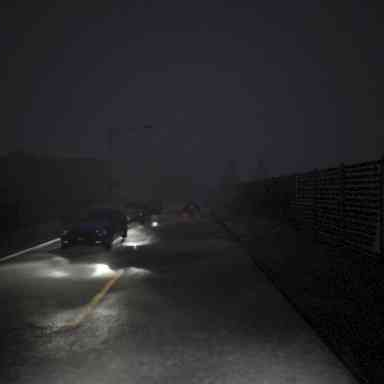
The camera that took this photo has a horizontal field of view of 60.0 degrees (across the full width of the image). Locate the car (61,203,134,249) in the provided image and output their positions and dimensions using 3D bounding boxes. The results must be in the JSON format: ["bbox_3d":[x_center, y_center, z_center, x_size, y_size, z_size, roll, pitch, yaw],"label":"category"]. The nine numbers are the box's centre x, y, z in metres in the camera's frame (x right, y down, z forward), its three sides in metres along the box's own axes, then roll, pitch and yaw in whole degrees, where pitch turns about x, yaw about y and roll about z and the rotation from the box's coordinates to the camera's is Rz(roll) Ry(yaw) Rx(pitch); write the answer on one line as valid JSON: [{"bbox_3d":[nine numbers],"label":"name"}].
[{"bbox_3d":[-4.096,1.459,14.690,1.882,1.535,5.008,0,0,0],"label":"car"}]

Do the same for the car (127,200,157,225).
[{"bbox_3d":[-4.070,1.462,23.956,2.128,1.511,4.902,0,0,0],"label":"car"}]

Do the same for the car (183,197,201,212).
[{"bbox_3d":[-0.006,1.479,38.379,1.812,1.442,4.674,0,0,0],"label":"car"}]

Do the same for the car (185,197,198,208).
[{"bbox_3d":[-0.003,1.465,49.139,1.812,1.442,4.674,0,0,0],"label":"car"}]

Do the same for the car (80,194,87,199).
[{"bbox_3d":[-17.285,1.074,48.660,3.633,1.501,1.845,0,0,0],"label":"car"}]

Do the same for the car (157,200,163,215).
[{"bbox_3d":[-4.006,1.505,34.264,2.033,1.411,5.357,0,0,0],"label":"car"}]
